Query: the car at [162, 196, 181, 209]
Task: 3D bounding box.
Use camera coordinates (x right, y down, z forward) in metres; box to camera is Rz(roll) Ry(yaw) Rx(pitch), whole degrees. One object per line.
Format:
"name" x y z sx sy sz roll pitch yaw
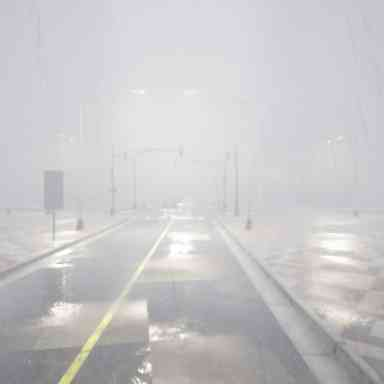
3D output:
"car" -3.005 1.488 45.715 2.128 1.511 4.902 0 1 0
